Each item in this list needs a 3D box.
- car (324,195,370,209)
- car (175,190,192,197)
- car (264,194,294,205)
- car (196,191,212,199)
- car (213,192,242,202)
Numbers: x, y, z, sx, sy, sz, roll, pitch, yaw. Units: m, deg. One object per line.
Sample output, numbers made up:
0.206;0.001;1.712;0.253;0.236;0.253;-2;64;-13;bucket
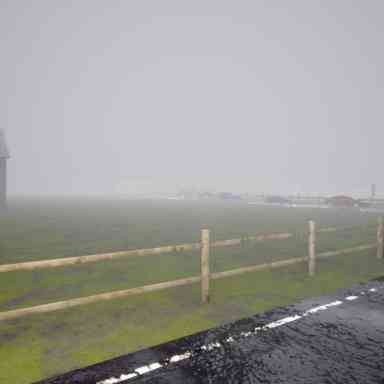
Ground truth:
17.717;1.112;38.098;1.882;1.535;5.008;0;1;-36;car
-1.916;0.362;71.761;1.837;1.490;4.892;0;1;-36;car
11.996;1.020;46.127;1.994;1.385;4.181;0;1;-34;car
2.653;0.597;65.423;1.837;1.490;4.892;0;1;-35;car
6.097;0.751;54.376;1.882;1.535;5.008;0;1;-35;car
